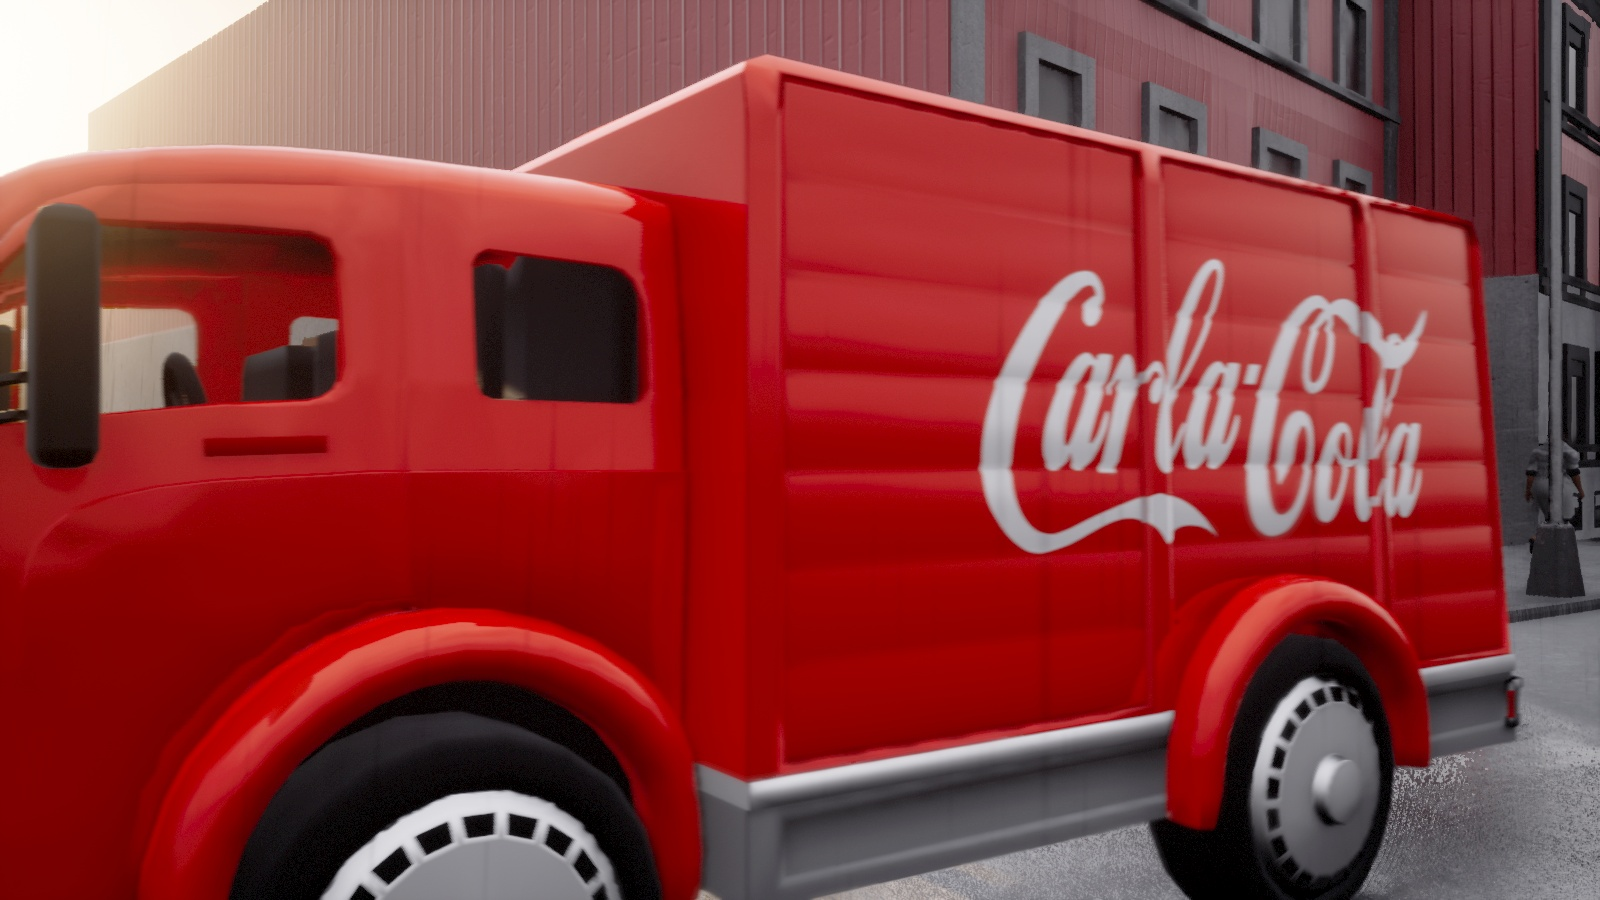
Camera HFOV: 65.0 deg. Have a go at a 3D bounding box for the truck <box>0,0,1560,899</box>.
[{"bbox_3d":[-0.101,0.269,4.200,5.204,2.467,2.627,0,0,-35],"label":"truck"}]

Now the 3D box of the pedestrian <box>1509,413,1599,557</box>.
[{"bbox_3d":[10.507,0.475,17.509,0.873,1.952,0.659,0,0,-20],"label":"pedestrian"}]
